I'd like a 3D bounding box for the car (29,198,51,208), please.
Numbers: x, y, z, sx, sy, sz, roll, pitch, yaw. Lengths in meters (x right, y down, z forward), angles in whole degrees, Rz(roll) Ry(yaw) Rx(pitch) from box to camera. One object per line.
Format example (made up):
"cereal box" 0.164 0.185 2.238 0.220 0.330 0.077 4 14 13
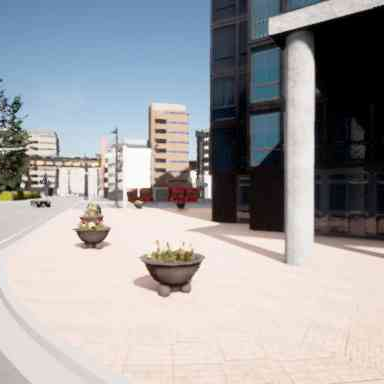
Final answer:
"car" -21.343 1.464 46.598 1.895 1.301 4.718 1 0 -37
